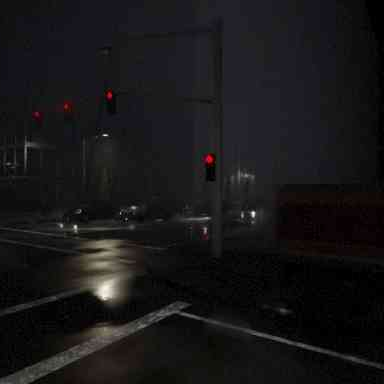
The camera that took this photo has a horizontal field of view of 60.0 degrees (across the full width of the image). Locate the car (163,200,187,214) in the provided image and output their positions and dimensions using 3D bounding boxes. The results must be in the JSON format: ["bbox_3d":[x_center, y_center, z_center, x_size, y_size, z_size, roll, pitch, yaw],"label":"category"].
[{"bbox_3d":[-2.426,1.560,33.458,1.837,1.490,4.892,0,0,36],"label":"car"}]

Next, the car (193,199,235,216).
[{"bbox_3d":[2.037,1.533,33.678,1.882,1.535,5.008,0,0,35],"label":"car"}]

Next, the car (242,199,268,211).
[{"bbox_3d":[8.008,1.581,41.997,1.812,1.442,4.674,0,0,36],"label":"car"}]

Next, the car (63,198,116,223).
[{"bbox_3d":[-7.744,1.407,26.025,2.097,1.767,4.553,0,0,36],"label":"car"}]

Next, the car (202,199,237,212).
[{"bbox_3d":[3.529,1.603,41.776,2.033,1.411,5.357,0,0,35],"label":"car"}]

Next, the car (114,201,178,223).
[{"bbox_3d":[-3.479,1.656,25.975,1.895,1.301,4.718,0,0,36],"label":"car"}]
